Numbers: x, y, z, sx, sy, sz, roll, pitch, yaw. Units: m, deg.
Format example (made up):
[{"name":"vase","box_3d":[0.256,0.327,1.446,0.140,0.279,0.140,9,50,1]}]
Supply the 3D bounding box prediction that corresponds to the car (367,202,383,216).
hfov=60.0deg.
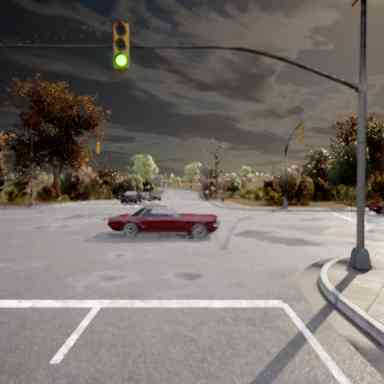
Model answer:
[{"name":"car","box_3d":[14.736,0.970,22.820,4.718,1.301,1.895,0,1,12]}]

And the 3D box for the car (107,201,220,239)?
[{"name":"car","box_3d":[-1.141,1.251,14.623,4.718,1.301,1.895,0,2,5]}]

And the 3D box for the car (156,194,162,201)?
[{"name":"car","box_3d":[-7.036,1.143,66.043,2.033,1.411,5.357,0,-1,0]}]

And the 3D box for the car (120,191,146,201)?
[{"name":"car","box_3d":[-7.120,0.604,39.365,1.882,1.535,5.008,0,0,1]}]

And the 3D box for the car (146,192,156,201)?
[{"name":"car","box_3d":[-7.109,0.735,50.319,1.837,1.490,4.892,0,-1,1]}]
